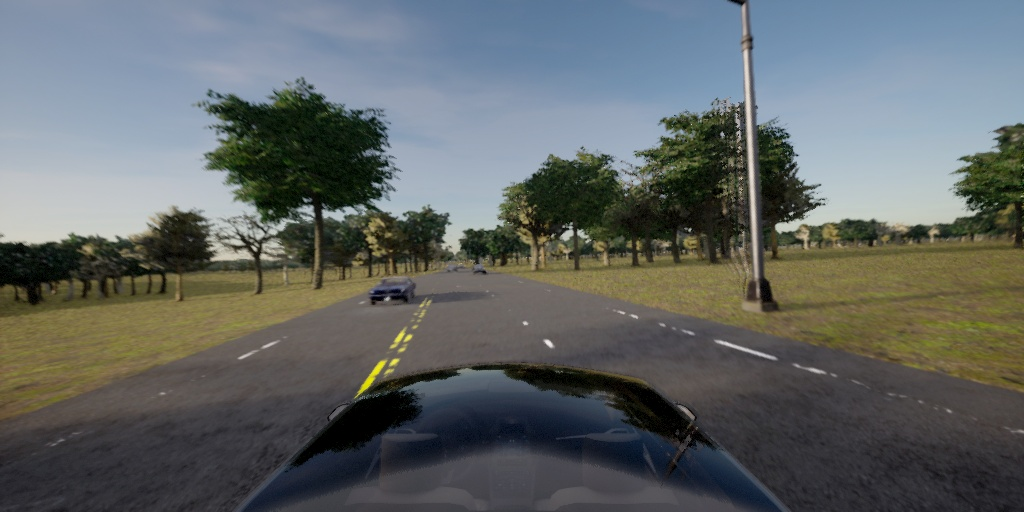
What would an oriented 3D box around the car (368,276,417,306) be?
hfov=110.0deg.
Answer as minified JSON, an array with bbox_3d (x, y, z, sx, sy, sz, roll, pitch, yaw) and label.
[{"bbox_3d":[-6.286,1.784,19.250,1.895,1.301,4.718,-2,0,-9],"label":"car"}]

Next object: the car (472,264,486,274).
[{"bbox_3d":[-5.115,2.012,54.989,2.033,1.411,5.357,-2,-1,-9],"label":"car"}]
